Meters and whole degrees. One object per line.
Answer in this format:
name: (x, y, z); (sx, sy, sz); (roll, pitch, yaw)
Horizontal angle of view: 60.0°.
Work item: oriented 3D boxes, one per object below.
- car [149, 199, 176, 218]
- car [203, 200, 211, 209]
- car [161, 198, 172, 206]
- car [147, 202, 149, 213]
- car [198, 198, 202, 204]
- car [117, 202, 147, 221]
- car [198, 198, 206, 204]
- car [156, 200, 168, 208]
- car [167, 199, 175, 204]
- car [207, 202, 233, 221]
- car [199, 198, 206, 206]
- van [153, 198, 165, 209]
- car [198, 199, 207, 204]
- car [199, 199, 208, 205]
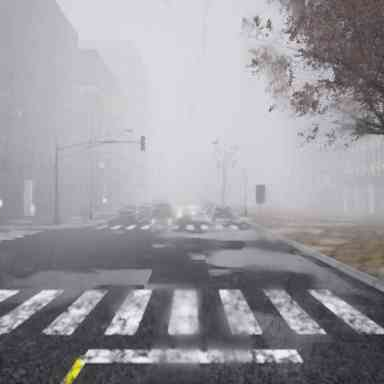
car: (-2.995, 1.844, 34.708); (1.882, 1.535, 5.008); (0, 0, 0)
car: (2.698, 1.952, 41.581); (1.752, 1.417, 4.829); (0, -1, 0)
car: (-5.677, 2.230, 74.607); (1.967, 1.590, 4.097); (0, -1, 0)
car: (-5.682, 1.975, 41.412); (2.008, 1.369, 4.403); (0, -1, 0)
car: (2.703, 2.254, 69.242); (1.752, 1.417, 4.829); (0, -1, 0)
car: (-5.683, 1.858, 30.347); (2.008, 1.369, 4.403); (0, -1, 0)
car: (2.706, 2.421, 91.201); (1.967, 1.590, 4.097); (0, -1, 0)
car: (-5.678, 2.248, 63.540); (1.802, 1.307, 4.206); (0, -1, 0)
car: (-5.674, 2.532, 91.202); (2.008, 1.369, 4.403); (0, -1, 0)
car: (2.697, 1.852, 30.345); (1.887, 1.381, 4.507); (0, -1, 0)
car: (2.701, 2.187, 58.006); (1.802, 1.307, 4.206); (0, -1, 0)
van: (-5.679, 1.947, 58.011); (1.690, 1.788, 3.998); (0, -1, 0)
car: (2.705, 2.467, 85.669); (2.008, 1.369, 4.403); (0, -1, 0)
car: (2.705, 2.397, 80.137); (1.887, 1.381, 4.507); (0, -1, 0)
